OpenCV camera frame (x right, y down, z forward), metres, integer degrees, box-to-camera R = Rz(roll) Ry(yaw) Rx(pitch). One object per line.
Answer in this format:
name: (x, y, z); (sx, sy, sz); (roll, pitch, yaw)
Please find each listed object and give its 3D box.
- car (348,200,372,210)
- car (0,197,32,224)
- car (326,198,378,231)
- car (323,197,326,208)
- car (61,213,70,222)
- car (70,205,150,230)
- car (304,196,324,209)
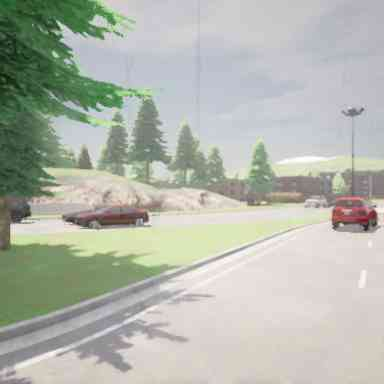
car: (26.579, 2.023, 52.513); (2.128, 1.511, 4.902); (0, -1, 42)
car: (-15.081, 1.376, 24.963); (5.566, 2.045, 2.150); (0, -1, -32)
car: (11.209, 1.436, 22.779); (2.150, 2.045, 5.566); (0, -1, 36)
car: (23.989, 1.988, 54.868); (1.882, 1.535, 5.008); (0, -1, 42)
car: (-7.159, 1.731, 25.711); (5.357, 1.411, 2.033); (0, -1, -31)
car: (-5.352, 1.643, 22.791); (5.008, 1.535, 1.882); (0, 0, -32)
car: (21.261, 1.722, 57.074); (2.150, 2.045, 5.566); (0, -1, 42)
